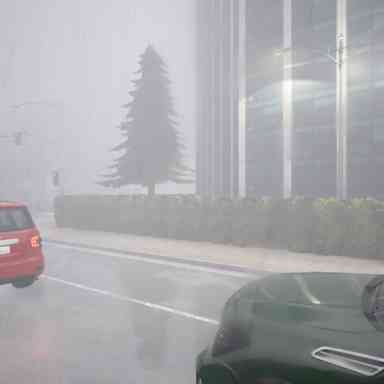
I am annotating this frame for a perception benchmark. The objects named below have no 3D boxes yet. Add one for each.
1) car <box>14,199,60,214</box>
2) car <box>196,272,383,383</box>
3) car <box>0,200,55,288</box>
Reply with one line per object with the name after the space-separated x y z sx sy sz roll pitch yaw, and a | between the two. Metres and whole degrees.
-17.192 1.564 37.063 1.994 1.385 4.181 0 0 36 | car
2.688 1.221 2.073 5.566 2.045 2.150 0 0 36 | car
-5.778 1.221 8.059 5.566 2.045 2.150 0 0 38 | car
